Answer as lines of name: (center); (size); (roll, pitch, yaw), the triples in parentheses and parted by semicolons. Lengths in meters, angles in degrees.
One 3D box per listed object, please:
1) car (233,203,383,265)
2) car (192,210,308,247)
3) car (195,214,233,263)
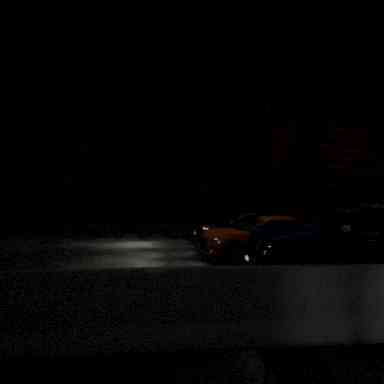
car: (4.136, 1.330, 8.685); (5.566, 2.045, 2.150); (0, 0, -7)
car: (2.586, 1.642, 15.547); (4.902, 1.511, 2.128); (1, 0, -7)
car: (2.816, 1.602, 12.051); (5.008, 1.535, 1.882); (0, 0, -7)
